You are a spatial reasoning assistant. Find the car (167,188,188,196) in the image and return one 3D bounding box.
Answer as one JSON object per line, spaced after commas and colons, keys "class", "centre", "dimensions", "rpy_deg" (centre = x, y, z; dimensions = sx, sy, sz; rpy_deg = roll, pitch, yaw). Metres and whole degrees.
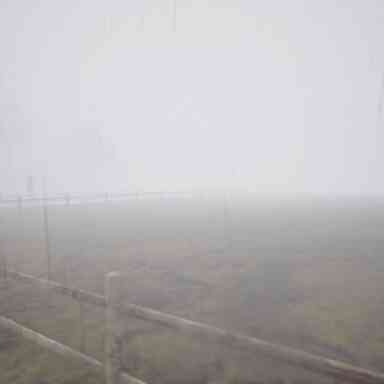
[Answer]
{"class": "car", "centre": [-2.718, -0.087, 61.809], "dimensions": [1.882, 1.535, 5.008], "rpy_deg": [0, 1, 35]}
